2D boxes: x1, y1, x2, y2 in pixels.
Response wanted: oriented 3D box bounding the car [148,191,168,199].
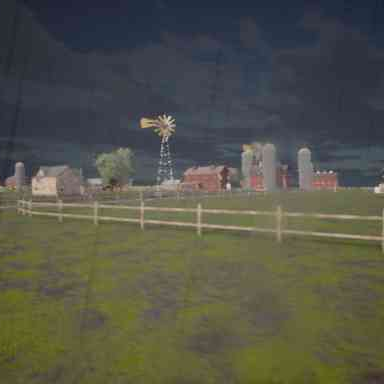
[{"bbox_3d":[-6.623,0.593,64.686,1.994,1.385,4.181,-1,1,36],"label":"car"}]
